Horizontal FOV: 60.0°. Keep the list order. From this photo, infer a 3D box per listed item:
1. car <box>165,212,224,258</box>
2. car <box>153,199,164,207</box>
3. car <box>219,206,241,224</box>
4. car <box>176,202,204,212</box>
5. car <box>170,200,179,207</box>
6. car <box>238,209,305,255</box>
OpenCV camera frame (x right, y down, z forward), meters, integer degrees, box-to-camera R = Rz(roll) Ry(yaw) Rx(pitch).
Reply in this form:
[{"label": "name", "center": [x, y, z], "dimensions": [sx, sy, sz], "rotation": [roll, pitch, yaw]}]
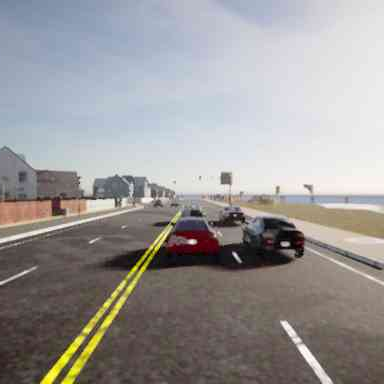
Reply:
[{"label": "car", "center": [0.020, 1.704, 13.452], "dimensions": [1.994, 1.385, 4.181], "rotation": [0, -1, 1]}, {"label": "car", "center": [-6.487, 2.214, 64.557], "dimensions": [1.837, 1.490, 4.892], "rotation": [0, -1, 0]}, {"label": "car", "center": [3.267, 1.837, 27.523], "dimensions": [2.033, 1.411, 5.357], "rotation": [0, -1, 0]}, {"label": "car", "center": [0.027, 1.792, 28.506], "dimensions": [2.128, 1.511, 4.902], "rotation": [0, 0, 0]}, {"label": "car", "center": [-3.231, 2.263, 65.321], "dimensions": [2.033, 1.411, 5.357], "rotation": [0, -1, 0]}, {"label": "car", "center": [3.274, 1.670, 13.884], "dimensions": [1.812, 1.442, 4.674], "rotation": [0, 0, 0]}]
